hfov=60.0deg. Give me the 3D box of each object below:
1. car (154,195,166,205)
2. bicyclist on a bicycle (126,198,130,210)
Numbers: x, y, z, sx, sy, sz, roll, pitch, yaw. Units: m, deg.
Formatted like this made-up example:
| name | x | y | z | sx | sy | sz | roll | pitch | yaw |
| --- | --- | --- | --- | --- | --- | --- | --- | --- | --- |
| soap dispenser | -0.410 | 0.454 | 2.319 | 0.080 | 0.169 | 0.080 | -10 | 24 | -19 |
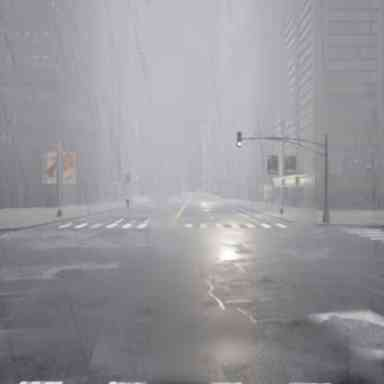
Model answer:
| name | x | y | z | sx | sy | sz | roll | pitch | yaw |
| --- | --- | --- | --- | --- | --- | --- | --- | --- | --- |
| car | -6.111 | 1.720 | 65.213 | 1.882 | 1.535 | 5.008 | 0 | 0 | 0 |
| bicyclist on a bicycle | -8.494 | 1.613 | 43.904 | 0.582 | 1.620 | 1.656 | 0 | 0 | 0 |
